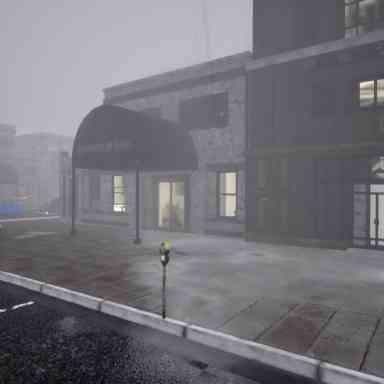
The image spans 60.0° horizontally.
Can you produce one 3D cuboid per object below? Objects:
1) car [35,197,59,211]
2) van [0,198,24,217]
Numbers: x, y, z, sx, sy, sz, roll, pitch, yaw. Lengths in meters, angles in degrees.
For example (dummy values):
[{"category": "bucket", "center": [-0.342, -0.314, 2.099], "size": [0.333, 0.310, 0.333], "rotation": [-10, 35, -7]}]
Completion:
[{"category": "car", "center": [-16.438, 1.413, 41.223], "size": [2.097, 1.767, 4.553], "rotation": [0, 0, 35]}, {"category": "van", "center": [-17.327, 1.415, 29.849], "size": [1.690, 1.788, 3.998], "rotation": [0, 0, 35]}]
